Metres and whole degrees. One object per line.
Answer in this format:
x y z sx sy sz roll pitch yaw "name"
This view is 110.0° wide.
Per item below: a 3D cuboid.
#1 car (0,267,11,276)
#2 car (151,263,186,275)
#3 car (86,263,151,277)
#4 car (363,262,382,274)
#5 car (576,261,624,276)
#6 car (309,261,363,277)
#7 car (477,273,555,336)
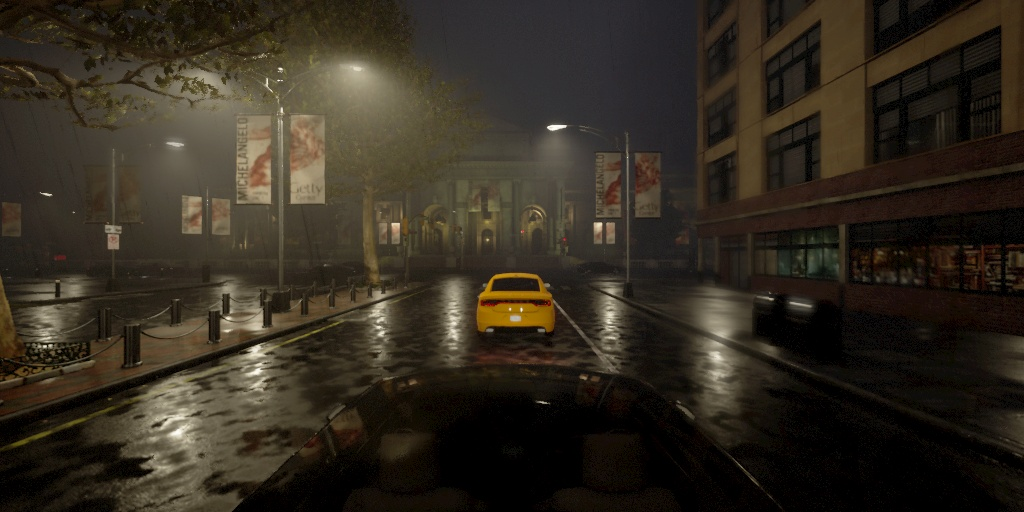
-52.057 1.293 34.851 4.674 1.442 1.812 0 0 -3 "car"
-37.890 1.370 38.376 4.718 1.301 1.895 0 0 1 "car"
-38.503 1.331 34.875 4.181 1.385 1.994 0 0 0 "car"
-16.387 1.247 38.130 5.008 1.535 1.882 0 0 1 "car"
9.239 1.275 37.820 4.892 1.490 1.837 0 0 1 "car"
-17.199 1.332 34.640 4.181 1.385 1.994 0 0 1 "car"
0.121 1.232 10.420 1.882 1.535 5.008 0 0 1 "car"
